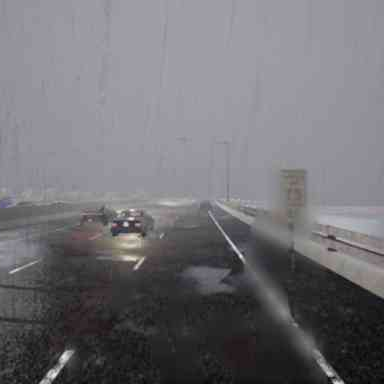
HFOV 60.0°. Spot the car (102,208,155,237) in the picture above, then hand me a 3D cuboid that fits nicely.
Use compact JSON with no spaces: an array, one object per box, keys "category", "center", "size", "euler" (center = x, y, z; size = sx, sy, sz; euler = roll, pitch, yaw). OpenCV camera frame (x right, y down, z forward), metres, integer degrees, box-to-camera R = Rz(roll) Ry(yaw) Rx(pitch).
[{"category":"car","center":[-3.293,1.706,19.208],"size":[2.033,1.411,5.357],"euler":[0,0,1]}]

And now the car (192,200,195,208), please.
[{"category":"car","center":[1.055,2.148,60.803],"size":[1.895,1.301,4.718],"euler":[0,-1,2]}]

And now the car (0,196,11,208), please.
[{"category":"car","center":[-24.108,1.562,40.576],"size":[2.150,2.045,5.566],"euler":[0,-1,2]}]

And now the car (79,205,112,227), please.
[{"category":"car","center":[-6.724,1.694,24.437],"size":[2.128,1.511,4.902],"euler":[0,0,1]}]

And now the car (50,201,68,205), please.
[{"category":"car","center":[-17.053,1.889,42.637],"size":[1.812,1.442,4.674],"euler":[0,-1,2]}]

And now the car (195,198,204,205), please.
[{"category":"car","center":[1.715,2.180,77.205],"size":[1.994,1.385,4.181],"euler":[0,-1,3]}]

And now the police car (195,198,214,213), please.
[{"category":"police car","center":[1.756,1.800,43.051],"size":[1.930,1.638,5.238],"euler":[0,-1,1]}]

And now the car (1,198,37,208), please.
[{"category":"car","center":[-20.607,1.847,40.555],"size":[1.837,1.490,4.892],"euler":[0,-1,2]}]
